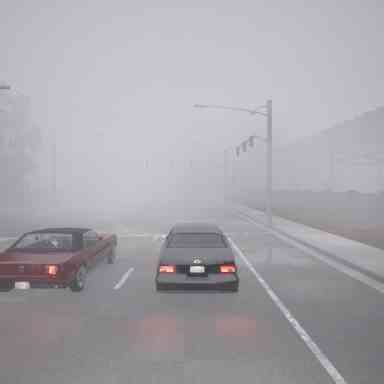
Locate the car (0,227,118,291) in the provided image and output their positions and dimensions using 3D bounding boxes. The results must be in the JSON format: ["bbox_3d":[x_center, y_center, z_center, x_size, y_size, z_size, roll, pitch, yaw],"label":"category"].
[{"bbox_3d":[-3.386,1.597,8.927,1.895,1.301,4.718,0,0,1],"label":"car"}]

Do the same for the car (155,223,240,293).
[{"bbox_3d":[0.104,1.547,8.977,2.033,1.411,5.357,0,0,0],"label":"car"}]
